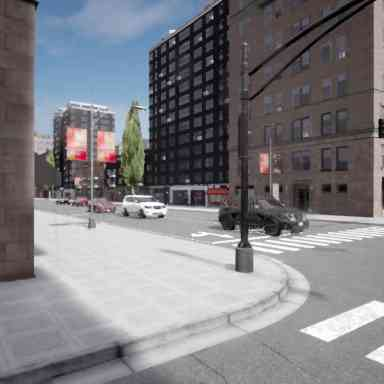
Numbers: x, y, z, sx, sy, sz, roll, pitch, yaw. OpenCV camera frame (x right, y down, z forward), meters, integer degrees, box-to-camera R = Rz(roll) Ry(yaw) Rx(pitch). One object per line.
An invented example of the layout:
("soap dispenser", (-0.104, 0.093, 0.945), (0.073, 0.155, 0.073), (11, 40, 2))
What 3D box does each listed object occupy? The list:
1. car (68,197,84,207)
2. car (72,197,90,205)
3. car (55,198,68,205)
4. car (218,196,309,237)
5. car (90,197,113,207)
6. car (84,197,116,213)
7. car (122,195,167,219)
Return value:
("car", (-18.942, 1.743, 56.300), (1.812, 1.442, 4.674), (0, 0, -36))
("car", (-22.136, 1.749, 66.269), (2.128, 1.511, 4.902), (0, 0, -36))
("car", (-25.310, 1.857, 65.113), (1.895, 1.301, 4.718), (0, 0, -36))
("car", (3.812, 1.267, 18.895), (2.150, 2.045, 5.566), (0, 0, -37))
("car", (-15.663, 1.711, 57.304), (2.128, 1.511, 4.902), (0, 0, -36))
("car", (-10.601, 1.492, 38.878), (2.097, 1.767, 4.553), (0, 0, -36))
("car", (-4.494, 1.324, 30.408), (2.150, 2.045, 5.566), (0, -1, -36))
